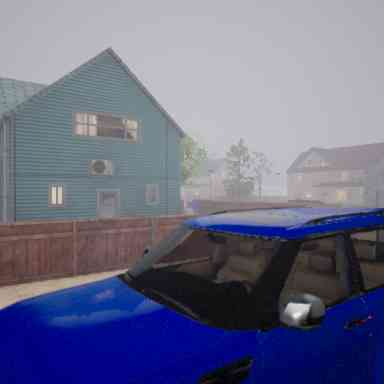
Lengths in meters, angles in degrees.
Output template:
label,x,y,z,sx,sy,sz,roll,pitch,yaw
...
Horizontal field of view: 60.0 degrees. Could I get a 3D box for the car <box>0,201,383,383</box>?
label,x,y,z,sx,sy,sz,roll,pitch,yaw
car,0.771,1.221,3.497,5.566,2.045,2.150,0,0,-34

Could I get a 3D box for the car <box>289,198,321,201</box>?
label,x,y,z,sx,sy,sz,roll,pitch,yaw
car,8.546,1.304,23.650,2.097,1.767,4.553,0,0,-35

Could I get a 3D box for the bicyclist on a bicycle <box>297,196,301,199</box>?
label,x,y,z,sx,sy,sz,roll,pitch,yaw
bicyclist on a bicycle,10.150,1.206,31.488,1.656,1.620,0.582,-1,1,-36

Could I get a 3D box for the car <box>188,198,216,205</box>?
label,x,y,z,sx,sy,sz,roll,pitch,yaw
car,1.506,1.373,33.523,1.882,1.535,5.008,0,0,-36
